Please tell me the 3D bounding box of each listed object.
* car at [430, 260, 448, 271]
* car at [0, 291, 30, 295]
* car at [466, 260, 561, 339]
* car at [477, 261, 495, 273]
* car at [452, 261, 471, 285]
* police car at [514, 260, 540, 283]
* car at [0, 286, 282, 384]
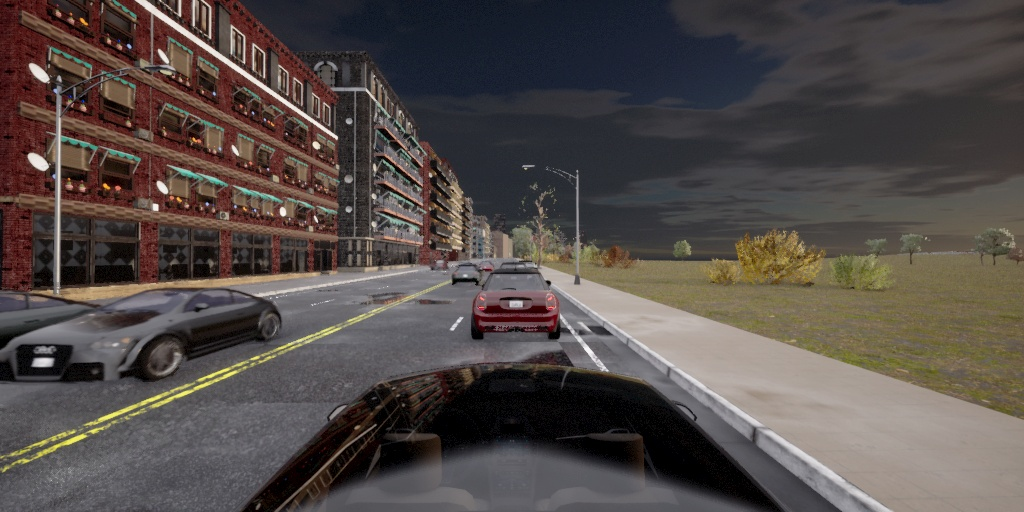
[{"bbox_3d":[-9.896,1.279,49.156,1.812,1.442,4.674,0,0,0],"label":"car"},{"bbox_3d":[-9.857,1.315,6.216,1.994,1.385,4.181,0,0,0],"label":"car"},{"bbox_3d":[0.083,1.104,10.185,2.097,1.767,4.553,0,0,0],"label":"car"},{"bbox_3d":[-3.196,1.317,44.862,1.994,1.385,4.181,0,0,0],"label":"car"},{"bbox_3d":[-3.176,1.317,26.362,1.994,1.385,4.181,0,0,0],"label":"car"},{"bbox_3d":[1.108,1.179,29.453,1.930,1.638,5.238,0,0,0],"label":"police car"},{"bbox_3d":[-6.606,1.315,7.043,1.994,1.385,4.181,0,0,0],"label":"car"}]
